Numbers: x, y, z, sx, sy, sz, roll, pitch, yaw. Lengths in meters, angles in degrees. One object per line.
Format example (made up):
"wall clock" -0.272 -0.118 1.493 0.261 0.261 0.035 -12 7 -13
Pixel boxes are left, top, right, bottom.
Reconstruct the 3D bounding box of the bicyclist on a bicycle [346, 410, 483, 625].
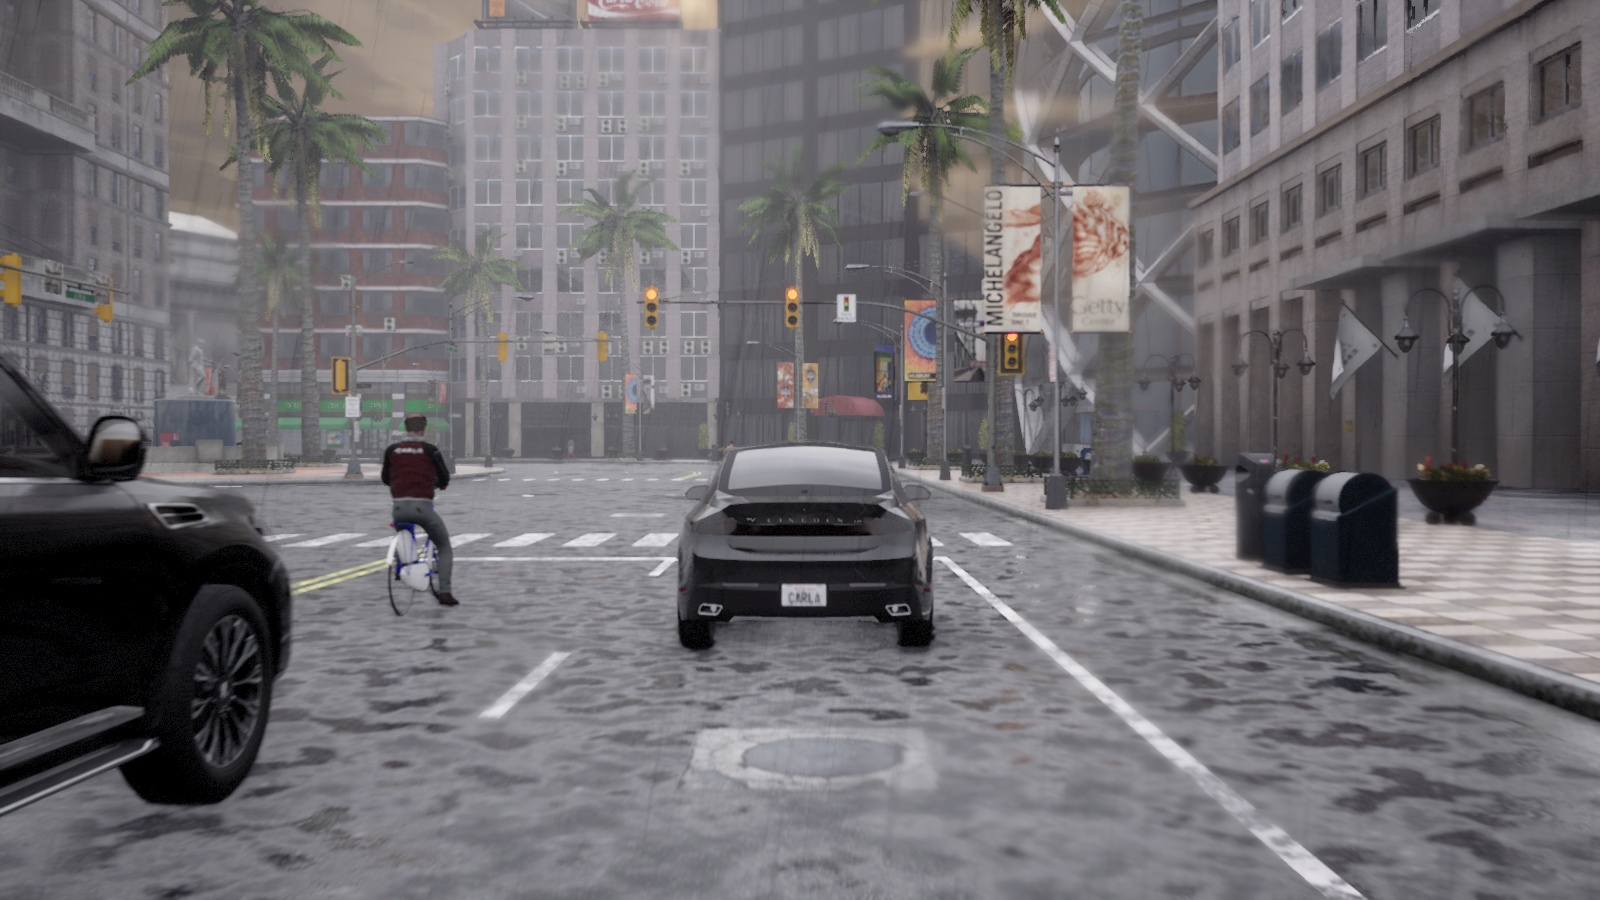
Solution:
"bicyclist on a bicycle" -3.418 0.551 11.298 0.659 1.776 1.843 0 1 0

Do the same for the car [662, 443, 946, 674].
"car" 0.060 0.692 10.575 1.837 1.490 4.892 0 0 1

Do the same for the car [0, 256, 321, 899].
"car" -3.467 0.443 3.435 2.150 2.045 5.566 0 0 0
